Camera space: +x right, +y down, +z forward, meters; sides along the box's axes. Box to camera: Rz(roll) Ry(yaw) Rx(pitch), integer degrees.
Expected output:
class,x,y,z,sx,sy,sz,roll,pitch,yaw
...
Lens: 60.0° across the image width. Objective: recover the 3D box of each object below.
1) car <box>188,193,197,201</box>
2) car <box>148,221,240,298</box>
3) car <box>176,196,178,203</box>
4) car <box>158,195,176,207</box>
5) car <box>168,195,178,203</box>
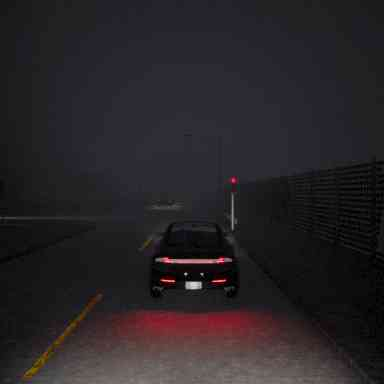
class,x,y,z,sx,sy,sz,roll,pitch,yaw
car,0.056,1.225,87.465,2.150,2.045,5.566,0,0,0
car,0.054,1.492,8.498,2.128,1.511,4.902,0,0,1
car,-4.025,1.601,60.703,1.895,1.301,4.718,0,0,0
car,-4.060,1.352,51.335,2.097,1.767,4.553,0,0,0
car,-3.951,1.478,71.138,1.882,1.535,5.008,0,0,0
